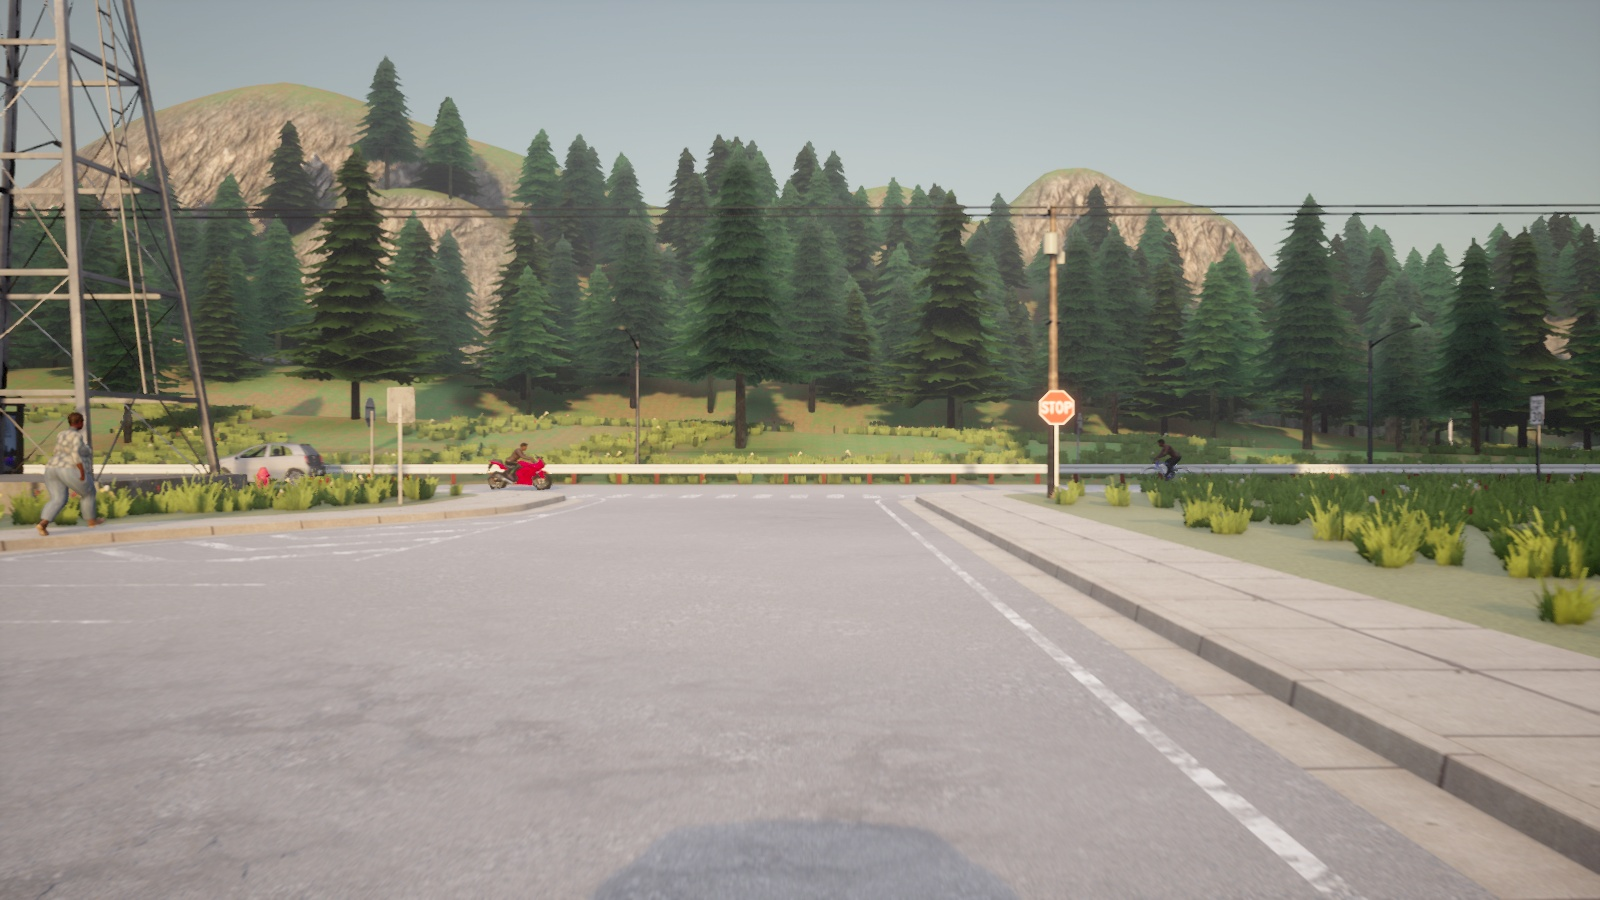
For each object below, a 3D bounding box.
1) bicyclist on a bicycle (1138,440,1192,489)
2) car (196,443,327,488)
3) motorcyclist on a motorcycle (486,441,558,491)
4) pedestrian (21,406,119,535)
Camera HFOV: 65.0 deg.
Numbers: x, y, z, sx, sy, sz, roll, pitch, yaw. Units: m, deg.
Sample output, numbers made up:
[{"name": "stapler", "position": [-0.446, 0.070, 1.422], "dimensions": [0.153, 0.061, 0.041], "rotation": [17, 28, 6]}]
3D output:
[{"name": "bicyclist on a bicycle", "position": [12.187, 0.473, 41.936], "dimensions": [1.656, 1.620, 0.582], "rotation": [0, 0, 1]}, {"name": "car", "position": [-18.245, 0.505, 42.649], "dimensions": [3.633, 1.501, 1.845], "rotation": [0, 0, 1]}, {"name": "motorcyclist on a motorcycle", "position": [-8.617, 0.502, 38.921], "dimensions": [2.044, 1.523, 0.797], "rotation": [0, 0, 1]}, {"name": "pedestrian", "position": [-10.773, 0.289, 18.558], "dimensions": [0.874, 1.855, 0.900], "rotation": [0, 0, 21]}]
